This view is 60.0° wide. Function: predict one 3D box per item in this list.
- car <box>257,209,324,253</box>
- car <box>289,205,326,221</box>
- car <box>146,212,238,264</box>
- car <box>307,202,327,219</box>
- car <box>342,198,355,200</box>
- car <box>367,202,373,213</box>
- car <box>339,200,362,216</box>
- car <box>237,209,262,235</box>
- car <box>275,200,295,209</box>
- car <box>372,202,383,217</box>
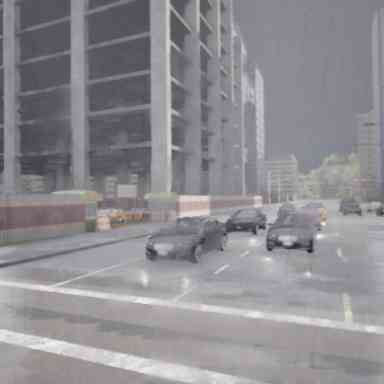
[{"bbox_3d":[4.587,1.719,14.914,2.128,1.511,4.902,-1,-1,23],"label":"car"},{"bbox_3d":[8.158,1.865,23.366,1.812,1.442,4.674,-1,-1,23],"label":"car"},{"bbox_3d":[0.003,1.742,13.052,2.128,1.511,4.902,-1,-1,23],"label":"car"},{"bbox_3d":[11.907,1.809,32.235,2.097,1.767,4.553,-1,-1,23],"label":"car"},{"bbox_3d":[22.612,1.840,48.152,2.150,2.045,5.566,-1,-1,23],"label":"car"},{"bbox_3d":[25.473,2.072,46.149,1.812,1.442,4.674,-1,-1,23],"label":"car"},{"bbox_3d":[18.702,1.987,38.866,2.128,1.511,4.902,-1,-1,23],"label":"car"},{"bbox_3d":[3.693,1.844,21.800,1.882,1.535,5.008,-1,-1,23],"label":"car"},{"bbox_3d":[11.820,2.125,40.918,1.837,1.490,4.892,-1,-1,23],"label":"car"},{"bbox_3d":[21.679,2.023,36.916,1.895,1.301,4.718,-1,-1,23],"label":"car"}]
